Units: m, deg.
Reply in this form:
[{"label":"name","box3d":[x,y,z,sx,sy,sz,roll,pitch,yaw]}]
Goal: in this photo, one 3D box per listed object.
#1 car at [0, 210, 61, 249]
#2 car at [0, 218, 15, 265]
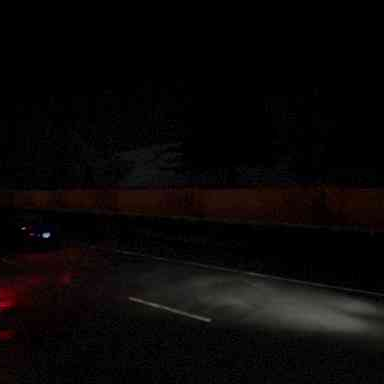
[{"label":"car","box3d":[-7.506,1.534,14.682,4.674,1.442,1.812,0,0,41]},{"label":"car","box3d":[-7.255,1.528,9.848,4.674,1.442,1.812,0,0,40]}]
